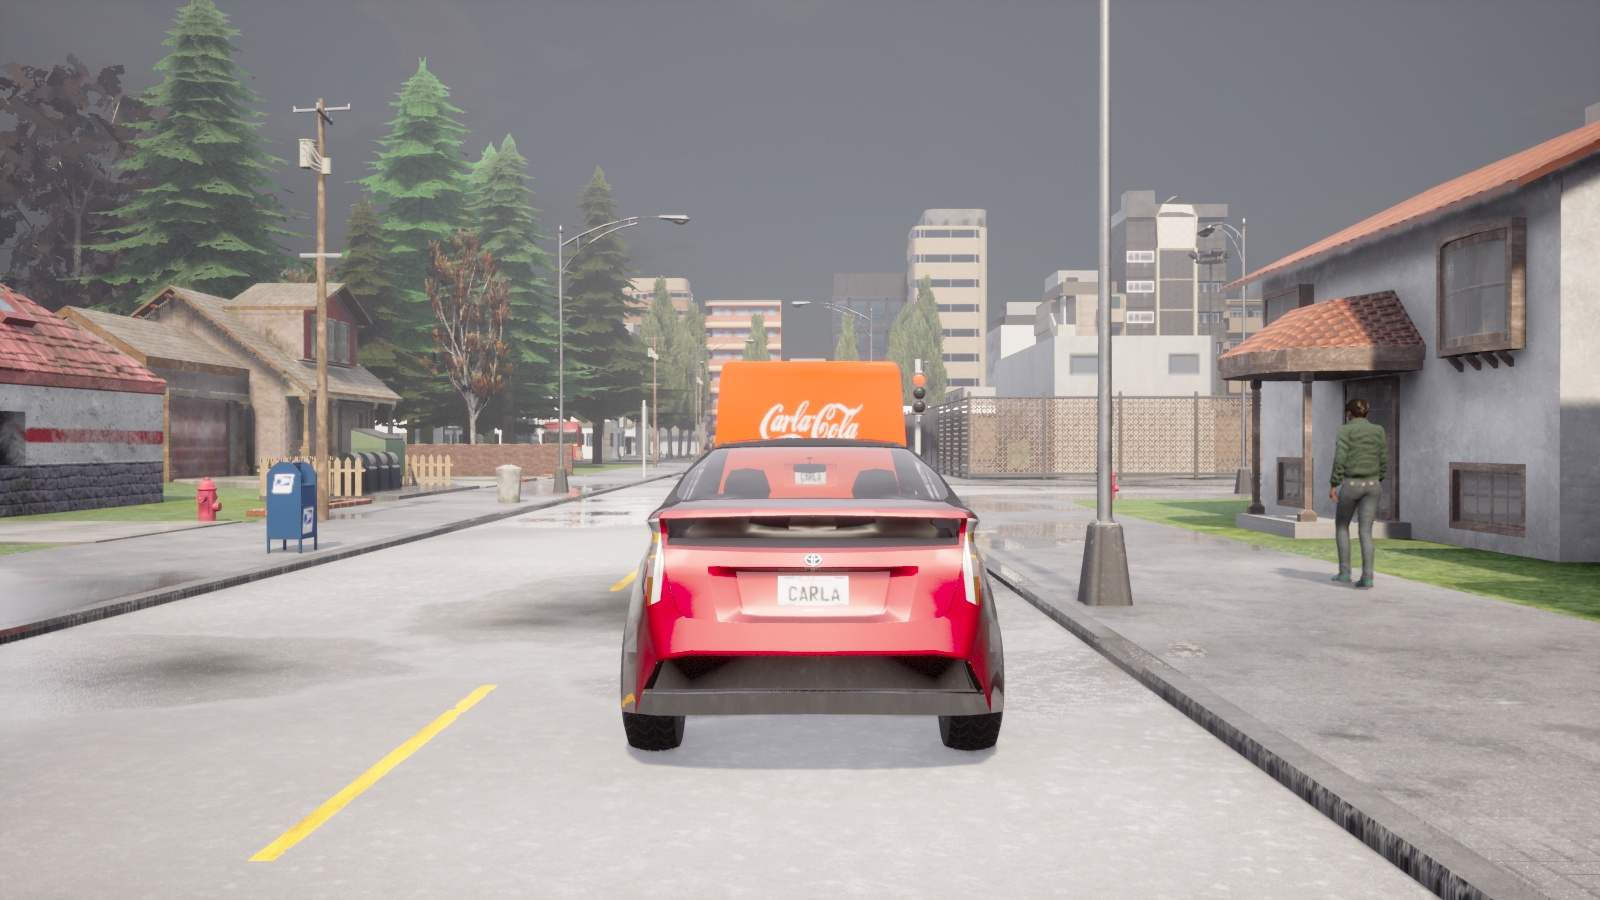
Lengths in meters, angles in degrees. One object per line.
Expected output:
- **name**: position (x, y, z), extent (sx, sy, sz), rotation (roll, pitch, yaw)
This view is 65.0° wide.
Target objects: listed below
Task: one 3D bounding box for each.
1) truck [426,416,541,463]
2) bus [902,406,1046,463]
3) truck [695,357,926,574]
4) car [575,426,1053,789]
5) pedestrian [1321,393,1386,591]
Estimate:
- **truck**: position (-23.756, -0.788, 94.488), extent (7.936, 3.462, 2.891), rotation (0, 0, 2)
- **bus**: position (12.958, -1.152, 94.425), extent (10.273, 4.253, 3.944), rotation (0, 0, 0)
- **truck**: position (0.118, 0.164, 16.898), extent (2.627, 2.467, 5.204), rotation (0, 0, 0)
- **car**: position (0.061, 0.651, 7.533), extent (2.007, 1.525, 4.514), rotation (0, 0, 0)
- **pedestrian**: position (5.304, 0.392, 12.050), extent (0.353, 1.847, 0.614), rotation (0, 0, 0)
